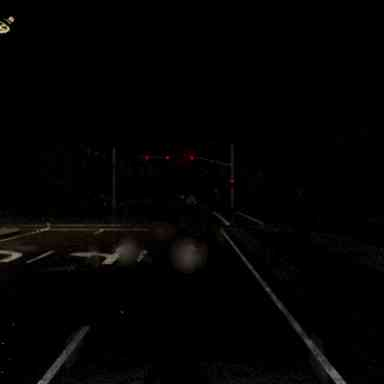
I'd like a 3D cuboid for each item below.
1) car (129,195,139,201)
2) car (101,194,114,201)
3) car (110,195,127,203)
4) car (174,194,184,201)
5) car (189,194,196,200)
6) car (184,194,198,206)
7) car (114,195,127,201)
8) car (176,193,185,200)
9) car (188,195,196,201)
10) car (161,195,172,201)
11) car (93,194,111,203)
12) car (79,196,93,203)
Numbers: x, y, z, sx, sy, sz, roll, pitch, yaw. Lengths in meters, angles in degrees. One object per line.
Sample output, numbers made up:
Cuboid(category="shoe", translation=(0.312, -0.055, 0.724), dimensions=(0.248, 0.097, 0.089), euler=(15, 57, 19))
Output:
Cuboid(category="car", translation=(-14.981, 1.500, 86.166), dimensions=(2.128, 1.511, 4.902), euler=(0, 0, 1))
Cuboid(category="car", translation=(-21.978, 1.318, 86.452), dimensions=(2.097, 1.767, 4.553), euler=(0, 0, 1))
Cuboid(category="car", translation=(-15.024, 1.585, 69.560), dimensions=(1.895, 1.301, 4.718), euler=(0, 0, 0))
Cuboid(category="car", translation=(-3.485, 1.538, 85.726), dimensions=(1.994, 1.385, 4.181), euler=(0, 0, 1))
Cuboid(category="car", translation=(0.225, 1.405, 95.493), dimensions=(1.882, 1.535, 5.008), euler=(0, 0, 1))
Cuboid(category="car", translation=(-0.018, 1.518, 54.296), dimensions=(1.812, 1.442, 4.674), euler=(0, 0, 0))
Cuboid(category="car", translation=(-18.478, 1.503, 86.371), dimensions=(2.033, 1.411, 5.357), euler=(0, 0, 1))
Cuboid(category="car", translation=(-3.275, 1.283, 95.554), dimensions=(2.097, 1.767, 4.553), euler=(0, 0, 1))
Cuboid(category="car", translation=(0.012, 1.509, 85.313), dimensions=(1.812, 1.442, 4.674), euler=(0, 0, 1))
Cuboid(category="car", translation=(-6.988, 1.524, 85.314), dimensions=(2.033, 1.411, 5.357), euler=(0, 0, 1))
Cuboid(category="car", translation=(-18.524, 1.467, 69.924), dimensions=(1.882, 1.535, 5.008), euler=(0, 0, 0))
Cuboid(category="car", translation=(-22.024, 1.529, 69.952), dimensions=(2.033, 1.411, 5.357), euler=(0, 0, 0))
